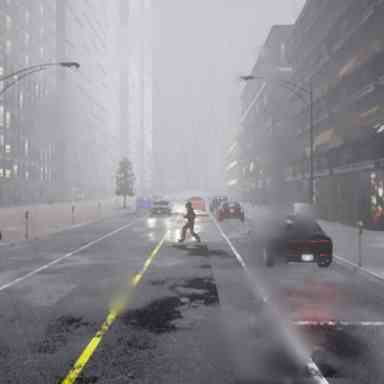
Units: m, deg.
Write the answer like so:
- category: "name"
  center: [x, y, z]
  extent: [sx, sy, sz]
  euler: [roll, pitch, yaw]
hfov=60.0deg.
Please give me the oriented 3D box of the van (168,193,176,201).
- category: "van"
  center: [-4.888, 1.226, 82.698]
  extent: [1.690, 1.788, 3.998]
  euler: [1, 0, 1]

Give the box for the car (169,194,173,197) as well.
- category: "car"
  center: [-5.107, 1.497, 60.115]
  extent: [1.947, 1.339, 4.313]
  euler: [1, 0, 1]

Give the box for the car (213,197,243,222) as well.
- category: "car"
  center: [2.949, 1.420, 26.180]
  extent: [1.967, 1.590, 4.097]
  euler: [1, 0, 1]

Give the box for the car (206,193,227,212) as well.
- category: "car"
  center: [3.059, 1.283, 37.471]
  extent: [2.192, 1.841, 5.009]
  euler: [1, 0, 1]

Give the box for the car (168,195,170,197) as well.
- category: "car"
  center: [-5.162, 1.523, 54.468]
  extent: [1.802, 1.307, 4.206]
  euler: [1, 0, 1]

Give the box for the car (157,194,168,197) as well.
- category: "car"
  center: [-5.213, 1.266, 48.822]
  extent: [2.192, 1.841, 5.009]
  euler: [1, 0, 1]

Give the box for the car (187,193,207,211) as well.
- category: "car"
  center: [0.463, 1.317, 39.656]
  extent: [2.097, 1.767, 4.553]
  euler: [0, 0, 0]

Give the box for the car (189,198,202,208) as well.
- category: "car"
  center: [0.498, 1.551, 49.473]
  extent: [1.895, 1.301, 4.718]
  euler: [0, 0, 1]

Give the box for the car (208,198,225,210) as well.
- category: "car"
  center: [3.111, 1.504, 43.120]
  extent: [1.887, 1.381, 4.507]
  euler: [1, 0, 1]

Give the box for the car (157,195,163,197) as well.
- category: "car"
  center: [-5.270, 1.504, 43.177]
  extent: [1.887, 1.381, 4.507]
  euler: [1, 0, 1]

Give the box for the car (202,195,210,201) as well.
- category: "car"
  center: [3.490, 1.466, 82.643]
  extent: [1.802, 1.307, 4.206]
  euler: [1, 0, 1]

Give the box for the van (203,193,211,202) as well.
- category: "van"
  center: [3.438, 1.238, 76.996]
  extent: [1.690, 1.788, 3.998]
  euler: [1, 0, 1]

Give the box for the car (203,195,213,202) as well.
- category: "car"
  center: [3.382, 1.460, 71.352]
  extent: [2.008, 1.369, 4.403]
  euler: [1, 0, 1]

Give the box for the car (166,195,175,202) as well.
- category: "car"
  center: [-4.945, 1.479, 77.053]
  extent: [1.802, 1.307, 4.206]
  euler: [1, 0, 1]

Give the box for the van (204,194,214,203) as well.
- category: "van"
  center: [3.330, 1.261, 65.704]
  extent: [1.690, 1.788, 3.998]
  euler: [1, 0, 1]

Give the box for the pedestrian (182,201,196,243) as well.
- category: "pedestrian"
  center: [-0.136, 1.284, 14.280]
  extent: [0.375, 1.860, 0.375]
  euler: [1, 0, 1]

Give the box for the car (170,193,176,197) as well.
- category: "car"
  center: [-4.999, 1.460, 71.407]
  extent: [2.008, 1.369, 4.403]
  euler: [1, 0, 1]

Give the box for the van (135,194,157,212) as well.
- category: "van"
  center: [-5.322, 1.309, 37.530]
  extent: [1.690, 1.788, 3.998]
  euler: [1, 0, 1]

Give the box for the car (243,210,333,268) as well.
- category: "car"
  center: [3.108, 1.499, 11.296]
  extent: [1.837, 1.490, 4.892]
  euler: [0, 0, 1]

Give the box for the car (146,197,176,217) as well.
- category: "car"
  center: [-2.800, 1.480, 31.162]
  extent: [1.837, 1.490, 4.892]
  euler: [0, 0, 1]
